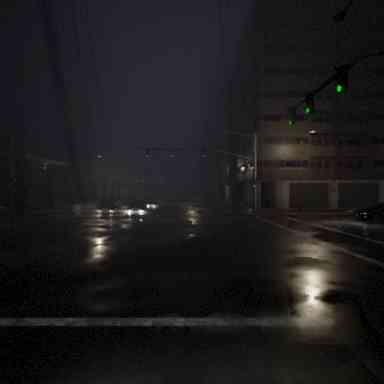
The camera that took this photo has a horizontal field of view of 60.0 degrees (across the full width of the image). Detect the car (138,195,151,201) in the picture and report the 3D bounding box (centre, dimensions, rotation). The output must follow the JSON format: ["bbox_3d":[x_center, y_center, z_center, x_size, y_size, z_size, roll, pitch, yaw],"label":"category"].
[{"bbox_3d":[-10.536,1.320,74.330,2.033,1.411,5.357,0,0,0],"label":"car"}]

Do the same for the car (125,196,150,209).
[{"bbox_3d":[-7.113,1.557,43.966,1.895,1.301,4.718,0,0,0],"label":"car"}]

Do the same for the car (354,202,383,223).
[{"bbox_3d":[14.687,1.480,24.754,4.892,1.490,1.837,0,0,-1],"label":"car"}]

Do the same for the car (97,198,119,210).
[{"bbox_3d":[-10.615,1.484,42.247,1.812,1.442,4.674,0,0,0],"label":"car"}]

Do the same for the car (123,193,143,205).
[{"bbox_3d":[-10.594,1.166,58.311,2.150,2.045,5.566,0,0,0],"label":"car"}]

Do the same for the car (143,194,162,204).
[{"bbox_3d":[-7.094,1.434,58.978,2.128,1.511,4.902,0,0,0],"label":"car"}]

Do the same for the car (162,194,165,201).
[{"bbox_3d":[-7.037,1.247,75.020,1.837,1.490,4.892,0,0,0],"label":"car"}]
